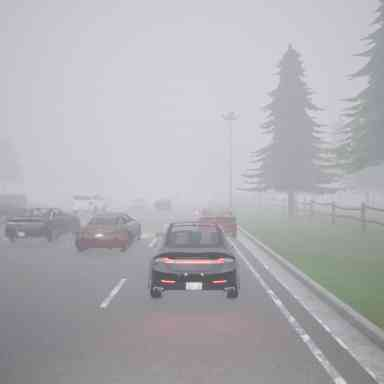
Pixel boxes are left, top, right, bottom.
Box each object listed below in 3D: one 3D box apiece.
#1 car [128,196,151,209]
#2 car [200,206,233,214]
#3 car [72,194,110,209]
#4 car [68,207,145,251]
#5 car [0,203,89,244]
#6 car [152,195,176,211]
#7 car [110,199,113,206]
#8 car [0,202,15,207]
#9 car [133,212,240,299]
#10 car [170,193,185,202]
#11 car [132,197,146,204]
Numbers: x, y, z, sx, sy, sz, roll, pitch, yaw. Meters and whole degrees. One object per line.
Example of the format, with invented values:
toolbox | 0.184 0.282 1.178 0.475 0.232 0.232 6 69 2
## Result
car | -6.877 1.601 43.018 1.895 1.301 4.718 0 0 0
car | 1.234 1.478 17.799 1.882 1.535 5.008 0 0 0
car | -10.381 1.221 33.684 2.150 2.045 5.566 0 0 0
car | -3.393 1.564 14.154 1.994 1.385 4.181 0 0 0
car | -6.890 1.491 15.913 2.128 1.511 4.902 0 0 0
car | -3.378 1.477 40.289 1.882 1.535 5.008 0 0 0
car | -13.872 1.564 52.314 1.994 1.385 4.181 0 0 0
car | -13.892 1.477 24.354 1.882 1.535 5.008 0 0 0
car | 0.057 1.492 8.457 2.128 1.511 4.902 0 0 0
car | -3.450 1.225 77.384 2.150 2.045 5.566 0 0 0
car | -10.364 1.601 65.163 1.895 1.301 4.718 0 0 0
